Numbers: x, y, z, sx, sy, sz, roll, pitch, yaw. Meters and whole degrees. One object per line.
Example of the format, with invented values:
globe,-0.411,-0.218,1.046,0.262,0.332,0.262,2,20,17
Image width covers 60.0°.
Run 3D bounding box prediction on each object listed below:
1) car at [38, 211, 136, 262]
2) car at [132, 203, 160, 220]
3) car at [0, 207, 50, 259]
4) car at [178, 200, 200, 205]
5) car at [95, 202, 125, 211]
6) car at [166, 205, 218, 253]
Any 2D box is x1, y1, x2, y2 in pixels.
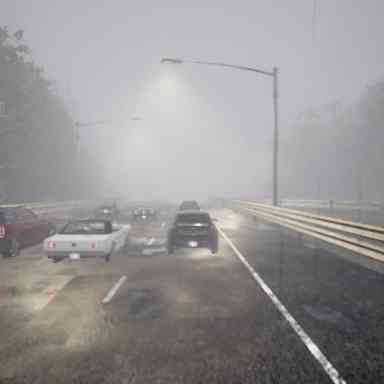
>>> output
car,-3.468,1.596,12.018,1.895,1.301,4.718,0,0,0
car,-3.681,1.600,27.518,1.895,1.301,4.718,0,0,-1
car,-6.980,1.349,12.758,2.097,1.767,4.553,0,0,0
car,-0.242,1.478,30.600,1.882,1.535,5.008,0,0,-1
car,-7.225,1.566,29.668,1.994,1.385,4.181,0,0,-1
car,0.014,1.499,13.624,1.837,1.490,4.892,0,0,0
